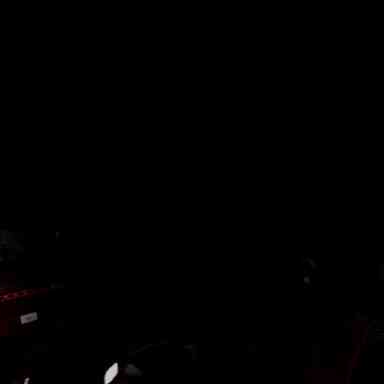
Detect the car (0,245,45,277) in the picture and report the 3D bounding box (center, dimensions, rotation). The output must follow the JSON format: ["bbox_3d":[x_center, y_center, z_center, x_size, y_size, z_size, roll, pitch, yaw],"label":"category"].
[{"bbox_3d":[-4.036,1.601,5.829,4.507,1.381,1.887,-1,0,35],"label":"car"}]

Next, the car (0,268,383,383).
[{"bbox_3d":[0.396,1.554,2.679,4.507,1.381,1.887,-1,0,35],"label":"car"}]
